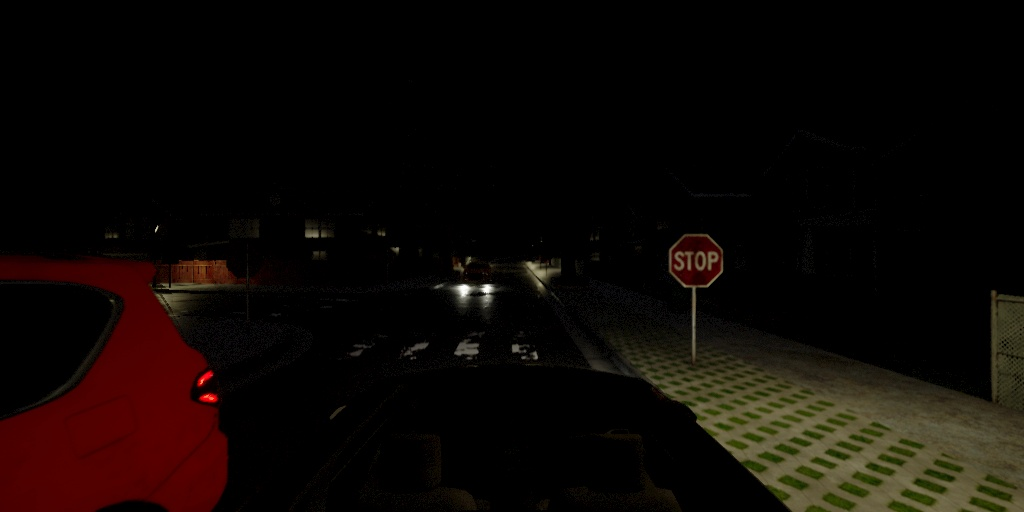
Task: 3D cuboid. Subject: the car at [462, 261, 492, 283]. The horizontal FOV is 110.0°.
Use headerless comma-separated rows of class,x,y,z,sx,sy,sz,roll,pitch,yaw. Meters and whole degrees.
car,-2.513,1.159,26.772,1.882,1.535,5.008,0,0,1
